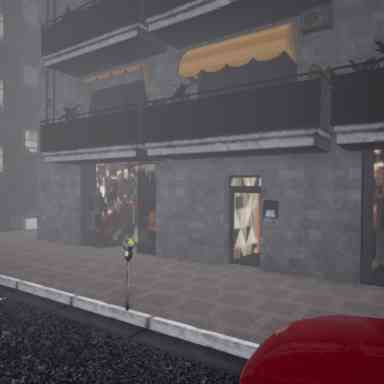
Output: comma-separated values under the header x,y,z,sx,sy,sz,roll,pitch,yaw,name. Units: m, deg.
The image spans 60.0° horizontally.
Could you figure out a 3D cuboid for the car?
x,y,z,sx,sy,sz,roll,pitch,yaw,name
2.480,1.316,1.169,5.009,1.841,2.192,0,1,34,car
